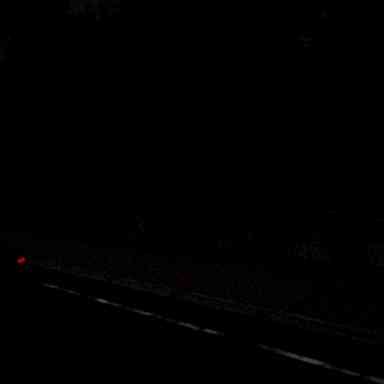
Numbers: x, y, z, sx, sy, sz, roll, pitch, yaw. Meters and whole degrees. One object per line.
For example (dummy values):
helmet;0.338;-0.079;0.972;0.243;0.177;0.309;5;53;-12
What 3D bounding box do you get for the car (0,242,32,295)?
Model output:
car;-5.522;1.575;7.587;4.181;1.385;1.994;0;0;36
